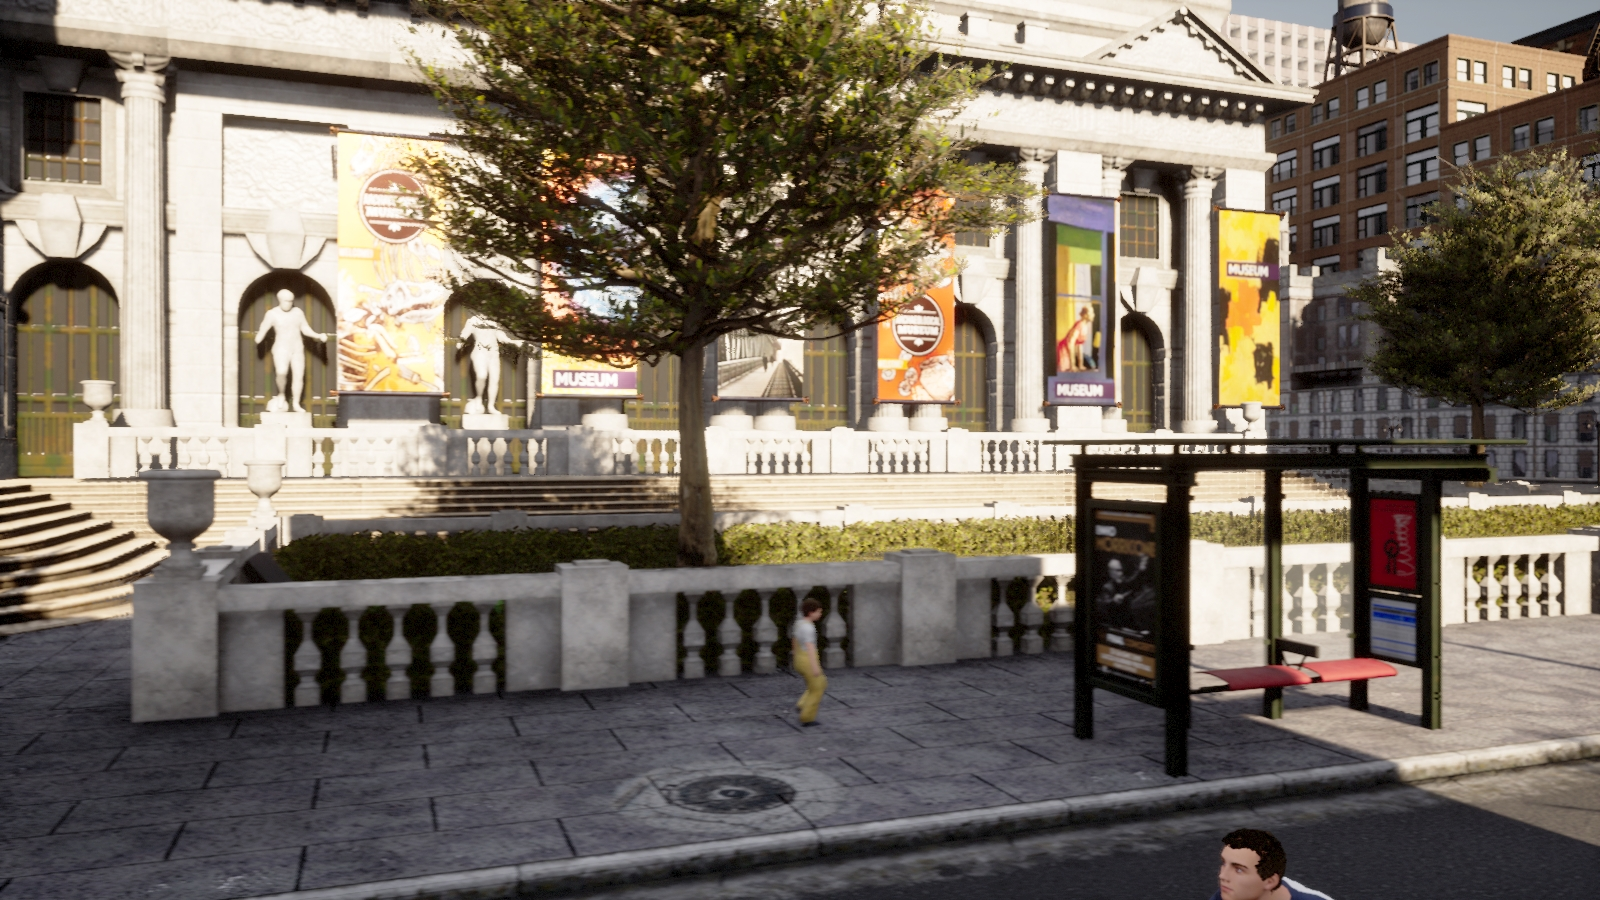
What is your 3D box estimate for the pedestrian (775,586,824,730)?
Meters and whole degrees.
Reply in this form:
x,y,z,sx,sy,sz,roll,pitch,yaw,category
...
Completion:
x,y,z,sx,sy,sz,roll,pitch,yaw,category
-0.009,1.977,10.937,0.375,1.300,0.375,0,0,-16,pedestrian
